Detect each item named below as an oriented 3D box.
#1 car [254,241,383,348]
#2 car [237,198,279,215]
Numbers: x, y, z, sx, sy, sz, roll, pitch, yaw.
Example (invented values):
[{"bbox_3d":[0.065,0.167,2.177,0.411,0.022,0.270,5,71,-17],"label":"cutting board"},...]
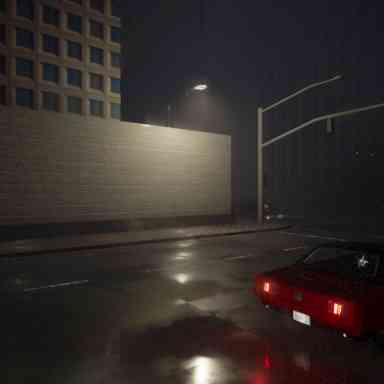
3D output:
[{"bbox_3d":[3.467,1.601,6.259,4.718,1.301,1.895,0,0,-35],"label":"car"},{"bbox_3d":[6.863,1.407,34.721,2.097,1.767,4.553,0,0,-35],"label":"car"}]
